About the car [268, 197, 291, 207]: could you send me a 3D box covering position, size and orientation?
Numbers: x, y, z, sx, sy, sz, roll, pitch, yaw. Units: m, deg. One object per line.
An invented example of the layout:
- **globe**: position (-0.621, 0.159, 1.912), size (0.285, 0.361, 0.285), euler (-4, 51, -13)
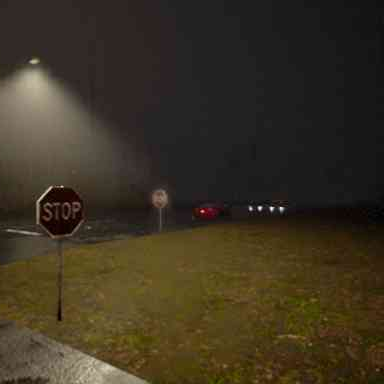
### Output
- **car**: position (14.440, 1.515, 53.515), size (1.882, 1.535, 5.008), euler (0, 0, 35)

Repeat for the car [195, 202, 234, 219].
- **car**: position (2.025, 1.595, 29.320), size (1.994, 1.385, 4.181), euler (0, 0, 35)

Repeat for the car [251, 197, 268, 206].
- **car**: position (11.558, 1.517, 55.500), size (1.882, 1.535, 5.008), euler (0, 0, 35)
